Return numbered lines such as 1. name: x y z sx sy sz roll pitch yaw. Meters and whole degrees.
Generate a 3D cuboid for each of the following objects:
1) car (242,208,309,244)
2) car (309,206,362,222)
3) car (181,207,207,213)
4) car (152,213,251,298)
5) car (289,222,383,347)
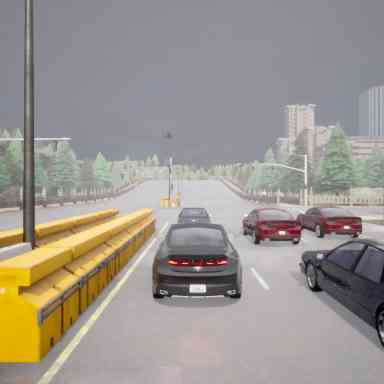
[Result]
1. car: 3.598 1.478 15.729 1.882 1.535 5.008 0 0 0
2. car: 7.097 1.478 17.716 1.882 1.535 5.008 0 0 0
3. car: 0.097 1.547 18.192 2.033 1.411 5.357 0 0 0
4. car: 0.101 1.505 8.461 1.837 1.490 4.892 0 0 0
5. car: 3.594 1.547 5.904 2.033 1.411 5.357 0 0 0
